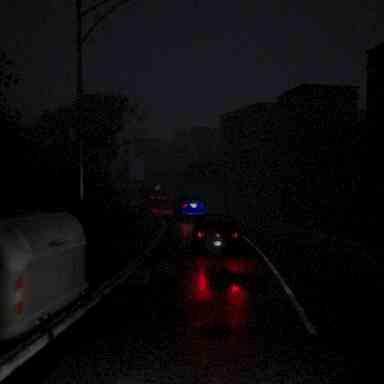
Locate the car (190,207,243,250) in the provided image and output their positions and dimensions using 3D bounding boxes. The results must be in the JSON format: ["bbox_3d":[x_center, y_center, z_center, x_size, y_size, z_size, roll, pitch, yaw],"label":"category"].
[{"bbox_3d":[0.954,1.565,14.230,1.895,1.301,4.718,0,0,1],"label":"car"}]

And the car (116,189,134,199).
[{"bbox_3d":[-11.300,0.213,56.033,2.097,1.767,4.553,-2,5,-28],"label":"car"}]

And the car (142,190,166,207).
[{"bbox_3d":[-5.030,0.758,43.416,2.150,2.045,5.566,-1,3,-21],"label":"car"}]

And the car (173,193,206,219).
[{"bbox_3d":[-0.262,1.119,27.911,2.150,2.045,5.566,0,1,-9],"label":"car"}]
